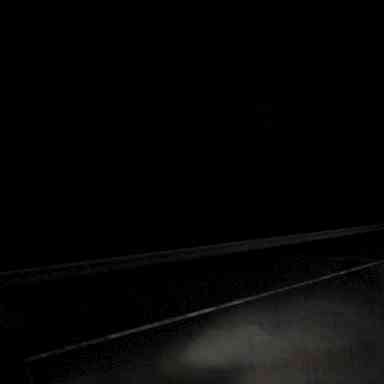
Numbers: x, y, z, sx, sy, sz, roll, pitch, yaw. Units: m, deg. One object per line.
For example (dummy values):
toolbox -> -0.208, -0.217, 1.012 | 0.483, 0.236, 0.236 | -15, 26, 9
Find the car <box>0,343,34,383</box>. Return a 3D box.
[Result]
car -> -3.332, 1.506, 1.407 | 4.902, 1.511, 2.128 | 0, 0, -35
